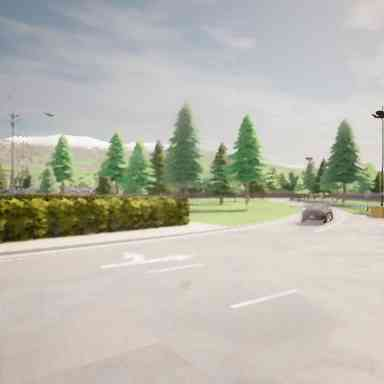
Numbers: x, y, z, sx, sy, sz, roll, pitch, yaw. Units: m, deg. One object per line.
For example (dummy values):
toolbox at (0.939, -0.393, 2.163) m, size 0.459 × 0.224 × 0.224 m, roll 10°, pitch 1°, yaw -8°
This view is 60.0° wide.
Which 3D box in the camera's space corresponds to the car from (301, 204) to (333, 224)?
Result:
car at (10.035, 1.703, 26.558) m, size 1.812 × 1.442 × 4.674 m, roll 0°, pitch 0°, yaw 31°
